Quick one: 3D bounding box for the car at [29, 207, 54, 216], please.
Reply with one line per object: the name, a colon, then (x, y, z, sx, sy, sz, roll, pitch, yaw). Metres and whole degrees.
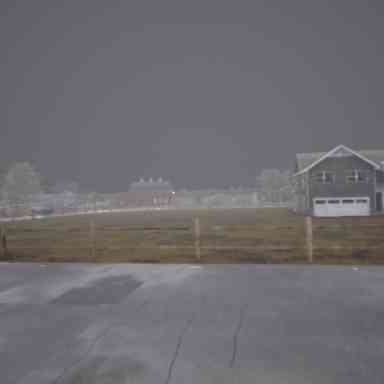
car: (-25.653, 3.294, 56.949, 1.882, 1.535, 5.008, -2, -1, 11)
